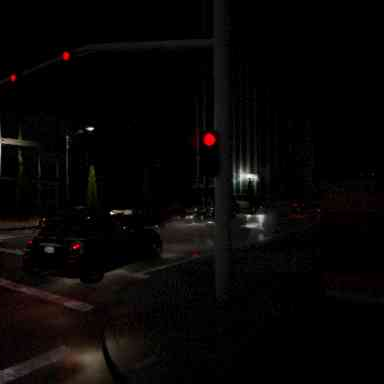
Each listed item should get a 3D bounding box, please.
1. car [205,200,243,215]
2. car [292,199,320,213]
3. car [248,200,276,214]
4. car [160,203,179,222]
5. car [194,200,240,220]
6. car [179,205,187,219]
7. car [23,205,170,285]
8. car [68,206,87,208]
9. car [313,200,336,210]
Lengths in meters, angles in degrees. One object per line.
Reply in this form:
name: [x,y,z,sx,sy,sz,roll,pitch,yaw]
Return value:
car: [3.718,1.692,38.042,2.128,1.511,4.902,-1,0,36]
car: [13.251,1.648,38.991,1.837,1.490,4.892,-1,-1,36]
car: [8.071,1.678,38.093,1.837,1.490,4.892,-1,0,36]
car: [-3.499,1.721,22.039,2.033,1.411,5.357,-1,0,36]
car: [2.085,1.526,29.801,2.097,1.767,4.553,-1,0,36]
car: [-2.239,1.726,29.766,1.812,1.442,4.674,-1,0,36]
car: [-2.736,1.471,10.314,2.097,1.767,4.553,0,0,23]
car: [-7.661,1.692,22.249,2.128,1.511,4.902,-1,0,36]
car: [18.537,1.746,46.338,1.895,1.301,4.718,-1,0,36]
